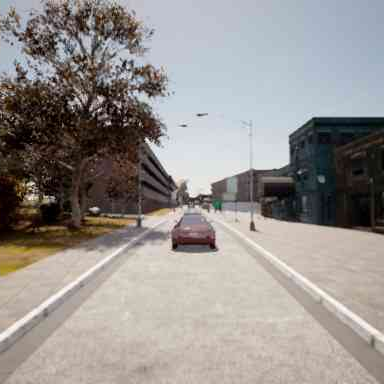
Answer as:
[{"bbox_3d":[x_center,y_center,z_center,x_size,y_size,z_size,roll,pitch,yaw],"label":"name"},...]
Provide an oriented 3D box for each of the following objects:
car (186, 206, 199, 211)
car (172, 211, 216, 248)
[{"bbox_3d":[0.037,2.335,33.162,2.033,1.411,5.357,0,-2,0],"label":"car"},{"bbox_3d":[0.071,1.806,16.047,1.994,1.385,4.181,0,-1,0],"label":"car"}]
